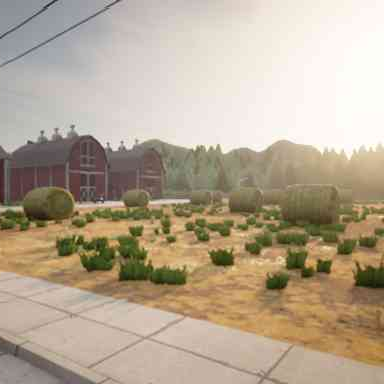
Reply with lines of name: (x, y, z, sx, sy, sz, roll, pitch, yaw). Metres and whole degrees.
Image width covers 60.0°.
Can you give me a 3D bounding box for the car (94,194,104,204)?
car: (-19.382, 1.409, 69.627, 1.905, 1.878, 3.866, 6, 1, -10)
